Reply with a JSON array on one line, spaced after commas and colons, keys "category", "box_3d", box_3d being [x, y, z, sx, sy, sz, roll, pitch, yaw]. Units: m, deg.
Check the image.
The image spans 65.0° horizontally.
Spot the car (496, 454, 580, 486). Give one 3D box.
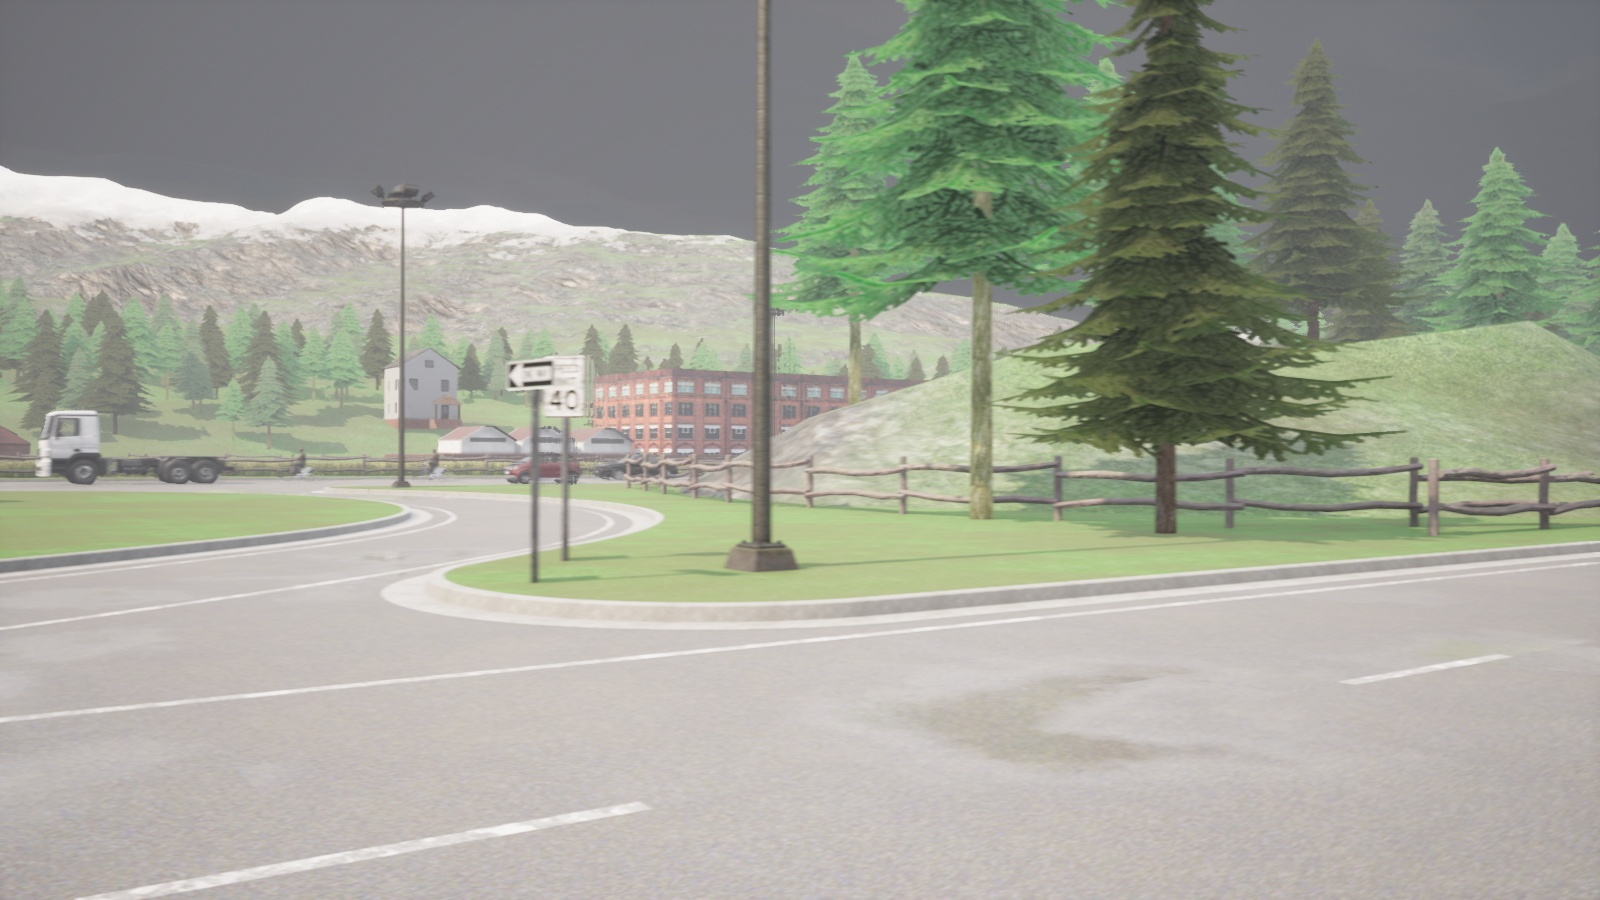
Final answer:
[{"category": "car", "box_3d": [-12.995, 0.981, 62.346, 3.705, 1.549, 1.789, 0, 0, -35]}]

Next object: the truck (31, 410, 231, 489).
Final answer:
[{"category": "truck", "box_3d": [-31.021, -0.004, 58.389, 7.936, 3.462, 2.891, 0, 0, -35]}]

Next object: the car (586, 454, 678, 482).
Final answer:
[{"category": "car", "box_3d": [-9.768, 1.026, 73.092, 5.008, 1.535, 1.882, 0, 0, -35]}]

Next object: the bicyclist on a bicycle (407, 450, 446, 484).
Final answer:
[{"category": "bicyclist on a bicycle", "box_3d": [-19.695, 0.886, 66.223, 1.843, 1.776, 0.659, 0, 0, -35]}]

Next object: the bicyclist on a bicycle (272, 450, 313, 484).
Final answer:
[{"category": "bicyclist on a bicycle", "box_3d": [-26.559, 0.881, 65.729, 1.843, 1.776, 0.659, 0, 0, -35]}]
